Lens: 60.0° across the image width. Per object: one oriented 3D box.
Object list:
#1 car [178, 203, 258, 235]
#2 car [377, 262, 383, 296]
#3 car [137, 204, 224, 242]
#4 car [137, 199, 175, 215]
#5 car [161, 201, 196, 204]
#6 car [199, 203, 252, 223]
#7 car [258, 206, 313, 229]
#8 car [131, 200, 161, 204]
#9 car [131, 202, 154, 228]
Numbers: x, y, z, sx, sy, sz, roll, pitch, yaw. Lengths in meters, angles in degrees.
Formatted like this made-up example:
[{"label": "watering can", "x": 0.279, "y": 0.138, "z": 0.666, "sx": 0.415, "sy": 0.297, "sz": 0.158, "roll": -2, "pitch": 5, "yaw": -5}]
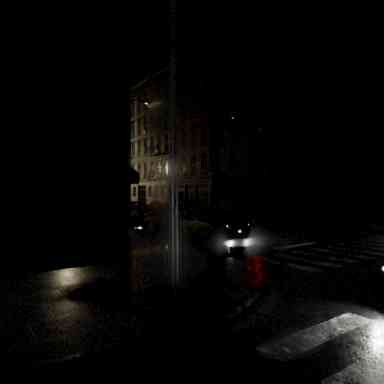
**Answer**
[{"label": "car", "x": 0.950, "y": 1.560, "z": 18.691, "sx": 2.033, "sy": 1.411, "sz": 5.357, "roll": 0, "pitch": 0, "yaw": -32}, {"label": "car", "x": 5.952, "y": 1.527, "z": 7.328, "sx": 4.674, "sy": 1.442, "sz": 1.812, "roll": 0, "pitch": 0, "yaw": -36}, {"label": "car", "x": -0.774, "y": 1.550, "z": 16.693, "sx": 1.752, "sy": 1.417, "sz": 4.829, "roll": 0, "pitch": 0, "yaw": -35}, {"label": "car", "x": -3.846, "y": 1.521, "z": 34.845, "sx": 1.752, "sy": 1.417, "sz": 4.829, "roll": 0, "pitch": 0, "yaw": -35}, {"label": "car", "x": -0.608, "y": 1.558, "z": 30.297, "sx": 1.947, "sy": 1.339, "sz": 4.313, "roll": 0, "pitch": 0, "yaw": -35}, {"label": "car", "x": 2.531, "y": 1.570, "z": 25.888, "sx": 1.802, "sy": 1.307, "sz": 4.206, "roll": 0, "pitch": 0, "yaw": -35}, {"label": "car", "x": 5.671, "y": 1.550, "z": 21.479, "sx": 1.947, "sy": 1.339, "sz": 4.313, "roll": 0, "pitch": 0, "yaw": -35}, {"label": "car", "x": -4.805, "y": 1.511, "z": 26.733, "sx": 2.128, "sy": 1.511, "sz": 4.902, "roll": 0, "pitch": 0, "yaw": -35}, {"label": "car", "x": -4.012, "y": 1.580, "z": 21.241, "sx": 2.008, "sy": 1.369, "sz": 4.403, "roll": 0, "pitch": 0, "yaw": -35}]
